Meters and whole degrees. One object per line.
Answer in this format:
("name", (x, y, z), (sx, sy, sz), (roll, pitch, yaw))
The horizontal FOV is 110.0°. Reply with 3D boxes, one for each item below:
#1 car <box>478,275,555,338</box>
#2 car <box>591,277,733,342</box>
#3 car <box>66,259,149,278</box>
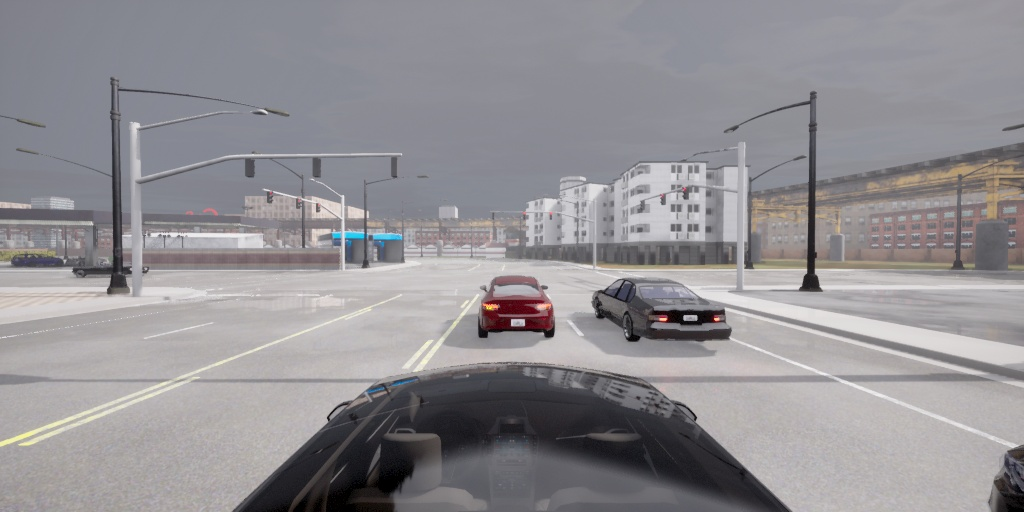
("car", (0.069, 1.257, 10.000), (1.812, 1.442, 4.674), (0, 0, -1))
("car", (3.580, 1.283, 9.716), (2.033, 1.411, 5.357), (0, 0, 0))
("car", (-33.766, 1.137, 30.184), (4.718, 1.301, 1.895), (0, 1, -1))
